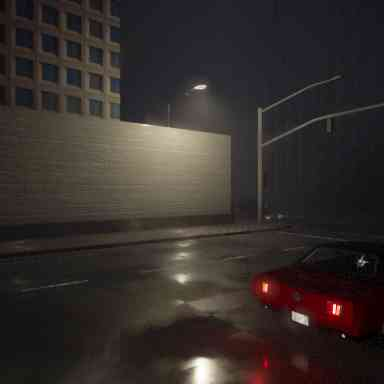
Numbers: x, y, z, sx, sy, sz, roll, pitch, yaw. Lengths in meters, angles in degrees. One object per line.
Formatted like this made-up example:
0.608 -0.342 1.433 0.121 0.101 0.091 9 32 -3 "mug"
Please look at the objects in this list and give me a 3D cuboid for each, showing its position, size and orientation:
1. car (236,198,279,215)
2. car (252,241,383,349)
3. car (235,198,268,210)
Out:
6.848 1.407 34.698 2.097 1.767 4.553 0 0 -35 "car"
3.440 1.601 6.238 4.718 1.301 1.895 0 0 -35 "car"
8.038 1.619 45.424 1.994 1.385 4.181 0 0 -36 "car"
